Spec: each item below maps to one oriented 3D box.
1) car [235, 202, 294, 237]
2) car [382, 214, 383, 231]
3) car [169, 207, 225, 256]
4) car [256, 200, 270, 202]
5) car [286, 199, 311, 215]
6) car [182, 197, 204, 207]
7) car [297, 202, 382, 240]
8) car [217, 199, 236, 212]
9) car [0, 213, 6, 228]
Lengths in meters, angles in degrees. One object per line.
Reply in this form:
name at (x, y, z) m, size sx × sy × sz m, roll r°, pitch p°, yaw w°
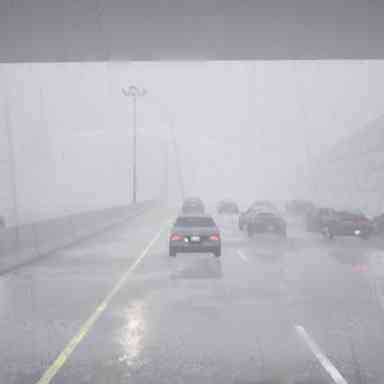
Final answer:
car at (3.615, 1.490, 17.514) m, size 1.812 × 1.442 × 4.674 m, roll 0°, pitch 0°, yaw 0°
car at (10.612, 1.472, 16.122) m, size 1.837 × 1.490 × 4.892 m, roll 0°, pitch 0°, yaw 0°
car at (0.110, 1.520, 13.044) m, size 2.033 × 1.411 × 5.357 m, roll 0°, pitch 0°, yaw 0°
car at (7.128, 1.495, 33.690) m, size 1.994 × 1.385 × 4.181 m, roll 0°, pitch 0°, yaw 0°
car at (10.628, 1.438, 32.997) m, size 1.837 × 1.490 × 4.892 m, roll 0°, pitch 0°, yaw 0°
car at (0.126, 1.285, 32.531) m, size 2.097 × 1.767 × 4.553 m, roll 0°, pitch 0°, yaw 0°
car at (7.114, 1.471, 16.715) m, size 1.837 × 1.490 × 4.892 m, roll 0°, pitch 0°, yaw 0°
car at (3.615, 1.456, 34.082) m, size 1.812 × 1.442 × 4.674 m, roll 0°, pitch 0°, yaw 0°
car at (-10.587, 1.472, 15.310) m, size 1.837 × 1.490 × 4.892 m, roll 0°, pitch 0°, yaw 0°
